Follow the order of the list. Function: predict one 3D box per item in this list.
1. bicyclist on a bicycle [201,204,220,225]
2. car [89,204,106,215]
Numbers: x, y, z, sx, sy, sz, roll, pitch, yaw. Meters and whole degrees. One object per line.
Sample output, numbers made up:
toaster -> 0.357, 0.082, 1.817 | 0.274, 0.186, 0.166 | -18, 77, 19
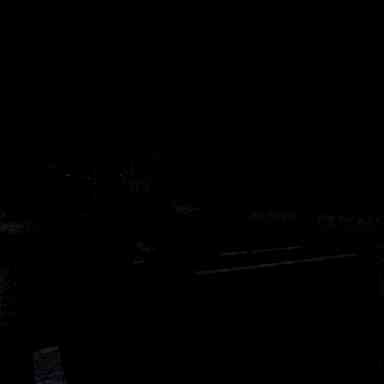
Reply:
bicyclist on a bicycle -> 1.431, 1.713, 25.691 | 1.656, 1.620, 0.582 | 0, -1, -27
car -> -13.112, 2.367, 45.978 | 1.812, 1.442, 4.674 | 0, -1, -22
